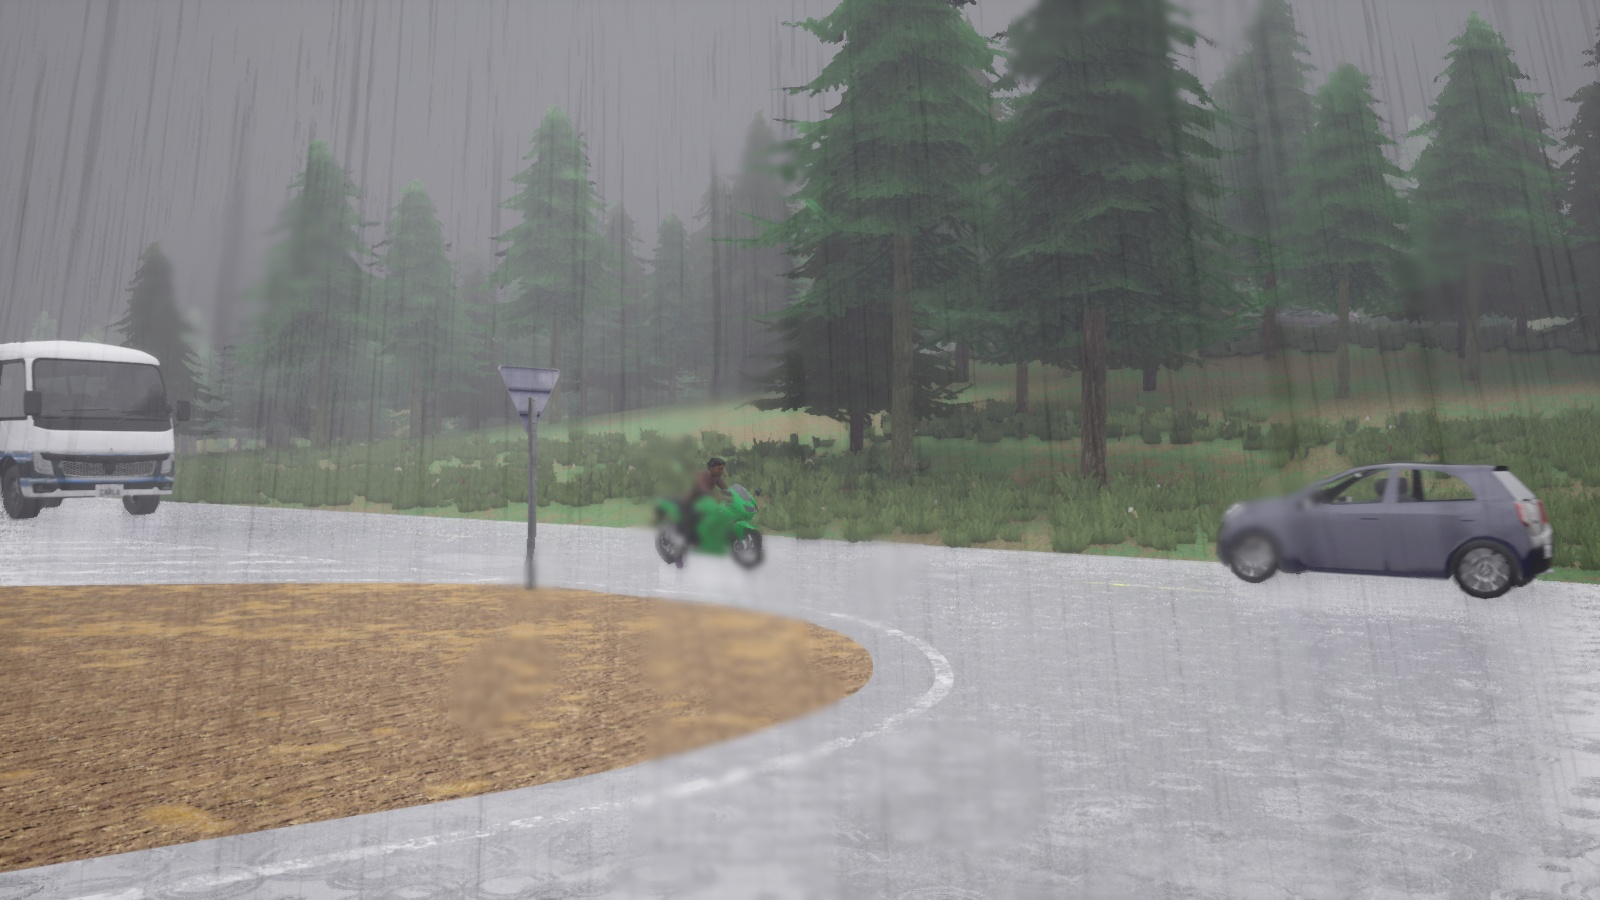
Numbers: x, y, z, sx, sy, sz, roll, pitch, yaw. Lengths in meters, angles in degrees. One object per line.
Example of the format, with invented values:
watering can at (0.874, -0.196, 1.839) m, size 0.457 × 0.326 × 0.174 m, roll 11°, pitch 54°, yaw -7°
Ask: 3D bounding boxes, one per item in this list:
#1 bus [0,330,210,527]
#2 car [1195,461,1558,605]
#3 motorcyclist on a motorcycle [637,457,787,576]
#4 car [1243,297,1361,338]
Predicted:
bus at (-19.403, -0.444, 31.862) m, size 10.273 × 4.253 × 3.944 m, roll 0°, pitch 0°, yaw 39°
car at (6.876, 0.889, 15.110) m, size 3.633 × 1.501 × 1.845 m, roll 0°, pitch 0°, yaw 39°
motorcyclist on a motorcycle at (-1.223, 0.864, 17.152) m, size 2.044 × 1.523 × 0.797 m, roll 0°, pitch 0°, yaw 39°
car at (24.175, -6.339, 60.514) m, size 5.027 × 1.651 × 2.152 m, roll 2°, pitch 1°, yaw 27°
